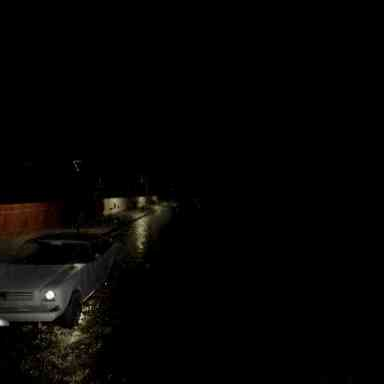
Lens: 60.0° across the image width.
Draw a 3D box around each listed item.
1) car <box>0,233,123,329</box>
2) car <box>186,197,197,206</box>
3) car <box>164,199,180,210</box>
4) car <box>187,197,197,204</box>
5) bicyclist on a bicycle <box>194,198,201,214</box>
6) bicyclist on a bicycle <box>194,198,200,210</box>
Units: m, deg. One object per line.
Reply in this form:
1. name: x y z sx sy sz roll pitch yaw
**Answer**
1. car: -2.854 1.633 7.118 1.895 1.301 4.718 0 0 0
2. car: -0.029 1.858 62.735 1.812 1.442 4.674 0 0 0
3. car: -2.862 1.768 47.781 1.812 1.442 4.674 0 0 0
4. car: -0.047 1.943 76.463 2.128 1.511 4.902 0 0 0
5. bicyclist on a bicycle: 0.733 1.639 37.995 0.582 1.620 1.656 0 -1 0
6. bicyclist on a bicycle: 0.735 1.676 47.259 0.866 1.612 1.509 0 -1 0
